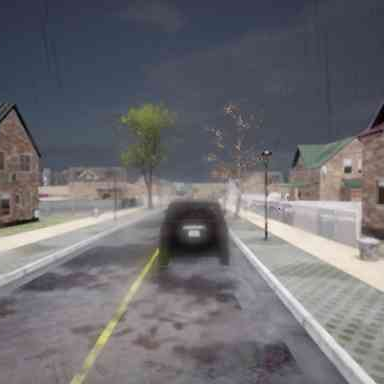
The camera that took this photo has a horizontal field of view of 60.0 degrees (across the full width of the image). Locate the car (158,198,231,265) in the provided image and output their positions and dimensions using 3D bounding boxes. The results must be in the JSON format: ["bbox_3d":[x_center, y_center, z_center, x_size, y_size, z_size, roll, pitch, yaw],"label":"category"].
[{"bbox_3d":[0.105,1.233,11.840,2.150,2.045,5.566,0,0,1],"label":"car"}]

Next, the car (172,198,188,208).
[{"bbox_3d":[-1.830,1.705,51.048,2.033,1.411,5.357,0,0,2],"label":"car"}]

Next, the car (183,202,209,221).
[{"bbox_3d":[0.363,1.612,28.221,1.994,1.385,4.181,0,0,2],"label":"car"}]
